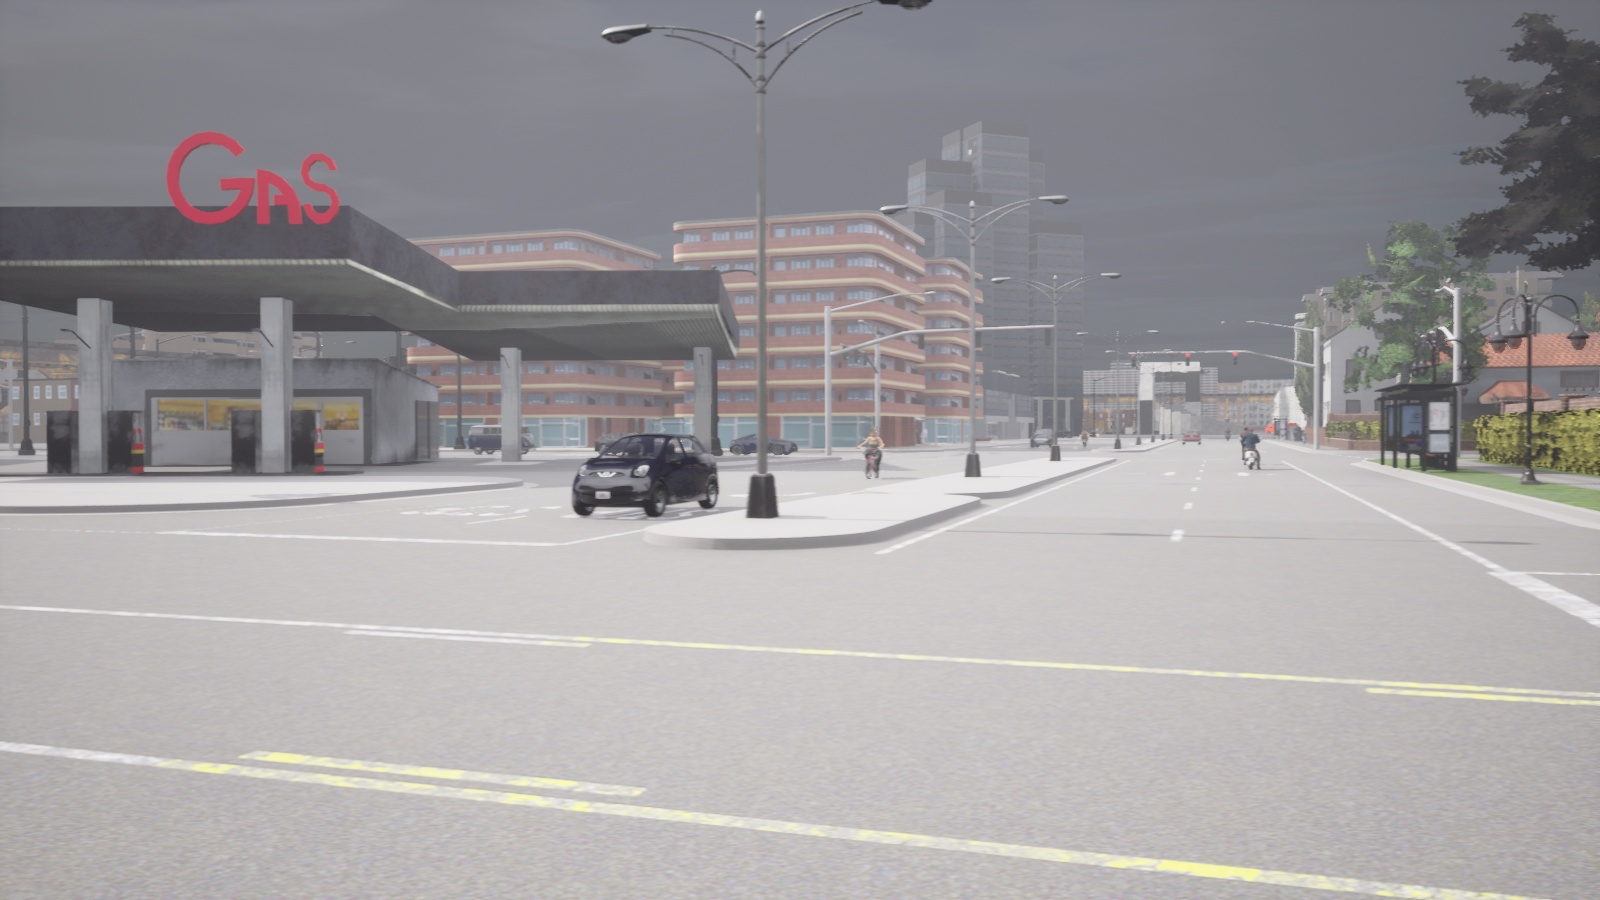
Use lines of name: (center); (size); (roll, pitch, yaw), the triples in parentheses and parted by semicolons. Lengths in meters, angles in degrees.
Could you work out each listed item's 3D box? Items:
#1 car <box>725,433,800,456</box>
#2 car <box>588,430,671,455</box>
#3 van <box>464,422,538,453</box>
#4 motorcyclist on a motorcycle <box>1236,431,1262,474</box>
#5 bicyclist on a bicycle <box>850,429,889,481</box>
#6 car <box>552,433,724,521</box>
car: (-2.303, -0.357, 77.371); (4.181, 1.385, 1.994); (0, 1, 16)
car: (-10.860, -0.497, 80.099); (4.792, 1.488, 2.163); (1, 1, 17)
van: (-19.750, -0.822, 82.890); (4.442, 1.987, 1.775); (1, 1, 17)
motorcyclist on a motorcycle: (17.021, 0.081, 47.664); (0.866, 1.590, 1.817); (1, 1, 18)
bicyclist on a bicycle: (2.184, 0.139, 39.504); (0.866, 1.612, 1.509); (1, 1, 18)
car: (-2.989, 0.446, 23.925); (1.845, 1.501, 3.633); (1, 1, 18)
